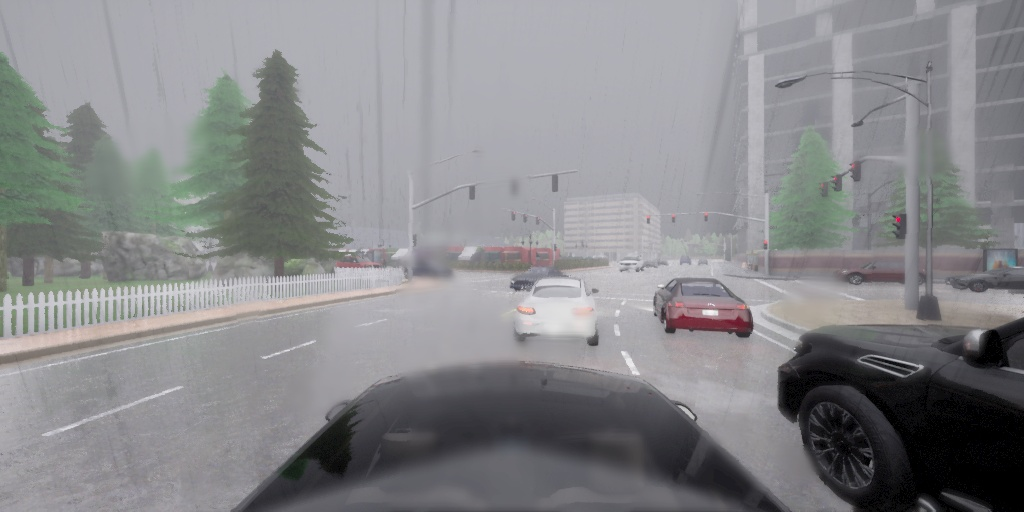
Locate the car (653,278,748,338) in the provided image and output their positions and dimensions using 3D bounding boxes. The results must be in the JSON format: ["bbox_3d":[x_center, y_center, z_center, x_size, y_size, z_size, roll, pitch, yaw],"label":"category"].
[{"bbox_3d":[5.296,1.314,10.419,1.994,1.385,4.181,0,0,17],"label":"car"}]

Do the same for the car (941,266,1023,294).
[{"bbox_3d":[28.002,1.331,20.154,4.674,1.442,1.812,0,0,29],"label":"car"}]

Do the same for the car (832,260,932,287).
[{"bbox_3d":[25.914,1.157,25.388,4.553,1.767,2.097,0,0,30],"label":"car"}]

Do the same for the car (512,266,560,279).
[{"bbox_3d":[1.788,1.309,21.157,2.033,1.411,5.357,0,-1,27],"label":"car"}]

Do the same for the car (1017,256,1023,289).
[{"bbox_3d":[34.251,1.027,20.657,5.566,2.045,2.150,0,0,30],"label":"car"}]

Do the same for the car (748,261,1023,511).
[{"bbox_3d":[3.737,0.971,1.190,2.150,2.045,5.566,0,0,0],"label":"car"}]

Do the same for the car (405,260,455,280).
[{"bbox_3d":[-7.321,1.157,31.939,4.553,1.767,2.097,0,0,30],"label":"car"}]

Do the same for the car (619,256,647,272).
[{"bbox_3d":[15.109,0.970,45.221,2.150,2.045,5.566,0,0,29],"label":"car"}]

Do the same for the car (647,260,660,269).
[{"bbox_3d":[22.345,1.313,58.164,1.994,1.385,4.181,0,0,28],"label":"car"}]

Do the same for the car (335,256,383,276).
[{"bbox_3d":[-15.663,1.027,36.674,5.566,2.045,2.150,0,0,30],"label":"car"}]

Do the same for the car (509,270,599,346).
[{"bbox_3d":[1.275,1.276,9.412,1.812,1.442,4.674,0,0,11],"label":"car"}]

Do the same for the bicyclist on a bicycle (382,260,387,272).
[{"bbox_3d":[-15.735,1.258,44.274,0.582,1.620,1.656,0,0,-23],"label":"bicyclist on a bicycle"}]
